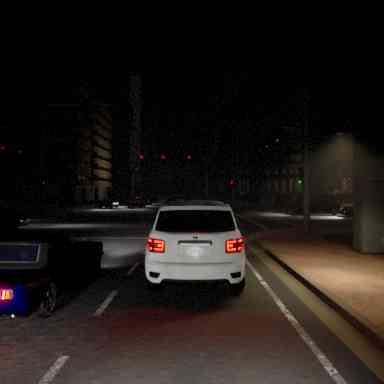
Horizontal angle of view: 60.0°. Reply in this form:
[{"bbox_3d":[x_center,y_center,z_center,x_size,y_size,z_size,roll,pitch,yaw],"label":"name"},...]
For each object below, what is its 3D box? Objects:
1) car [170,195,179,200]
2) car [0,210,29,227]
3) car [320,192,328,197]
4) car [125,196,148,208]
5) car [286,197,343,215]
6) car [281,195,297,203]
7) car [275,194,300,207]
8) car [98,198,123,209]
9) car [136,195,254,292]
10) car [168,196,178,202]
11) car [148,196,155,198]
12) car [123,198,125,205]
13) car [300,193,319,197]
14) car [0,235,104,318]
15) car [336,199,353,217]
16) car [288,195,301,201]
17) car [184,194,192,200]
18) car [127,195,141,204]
[{"bbox_3d":[-4.490,1.378,85.809,1.994,1.385,4.181,0,0,0],"label":"car"},{"bbox_3d":[-13.518,1.601,22.083,4.718,1.301,1.895,0,0,-1],"label":"car"},{"bbox_3d":[30.148,1.153,79.707,1.932,1.855,4.605,0,0,0],"label":"car"},{"bbox_3d":[-7.912,1.477,47.804,1.882,1.535,5.008,0,0,0],"label":"car"},{"bbox_3d":[12.294,1.505,32.896,4.892,1.490,1.837,0,0,0],"label":"car"},{"bbox_3d":[18.817,1.395,64.543,1.970,1.475,3.806,0,0,0],"label":"car"},{"bbox_3d":[13.236,1.153,47.125,1.932,1.855,4.605,0,0,0],"label":"car"},{"bbox_3d":[-11.407,1.547,45.705,2.033,1.411,5.357,0,0,0],"label":"car"},{"bbox_3d":[0.093,1.221,9.100,2.150,2.045,5.566,0,0,1],"label":"car"},{"bbox_3d":[-4.453,1.550,77.656,1.994,1.385,4.181,0,0,0],"label":"car"},{"bbox_3d":[-7.942,1.504,57.076,1.837,1.490,4.892,0,0,0],"label":"car"},{"bbox_3d":[-11.439,1.601,55.297,1.895,1.301,4.718,0,0,0],"label":"car"},{"bbox_3d":[16.130,1.156,47.073,1.905,1.878,3.866,0,0,0],"label":"car"},{"bbox_3d":[-3.420,1.601,7.348,1.895,1.301,4.718,0,0,1],"label":"car"},{"bbox_3d":[15.449,1.564,29.361,4.181,1.385,1.994,0,0,1],"label":"car"},{"bbox_3d":[24.570,1.395,79.651,1.970,1.475,3.806,0,0,0],"label":"car"},{"bbox_3d":[-0.990,1.303,85.825,1.882,1.535,5.008,0,0,0],"label":"car"},{"bbox_3d":[-11.428,1.477,65.782,1.882,1.535,5.008,0,0,0],"label":"car"}]
